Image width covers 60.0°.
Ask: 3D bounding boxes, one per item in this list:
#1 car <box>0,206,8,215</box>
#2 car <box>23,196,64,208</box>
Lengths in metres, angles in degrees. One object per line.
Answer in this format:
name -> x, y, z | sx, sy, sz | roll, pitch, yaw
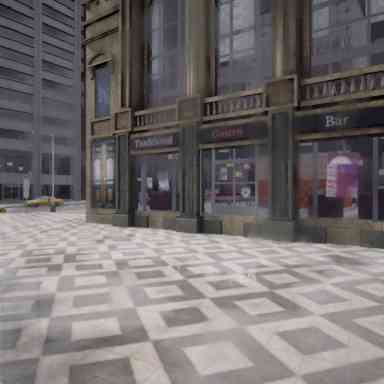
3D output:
car -> -18.052, 1.343, 27.692 | 1.752, 1.417, 4.829 | 1, 2, 36
car -> -18.529, 1.146, 41.593 | 1.752, 1.417, 4.829 | 1, 2, 36
